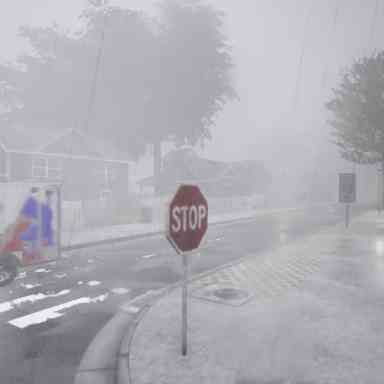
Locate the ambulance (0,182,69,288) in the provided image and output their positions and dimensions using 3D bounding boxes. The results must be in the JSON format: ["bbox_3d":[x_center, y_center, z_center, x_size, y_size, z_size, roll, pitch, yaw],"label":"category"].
[{"bbox_3d":[-6.061,1.007,7.143,2.351,2.431,6.366,0,1,35],"label":"ambulance"}]
